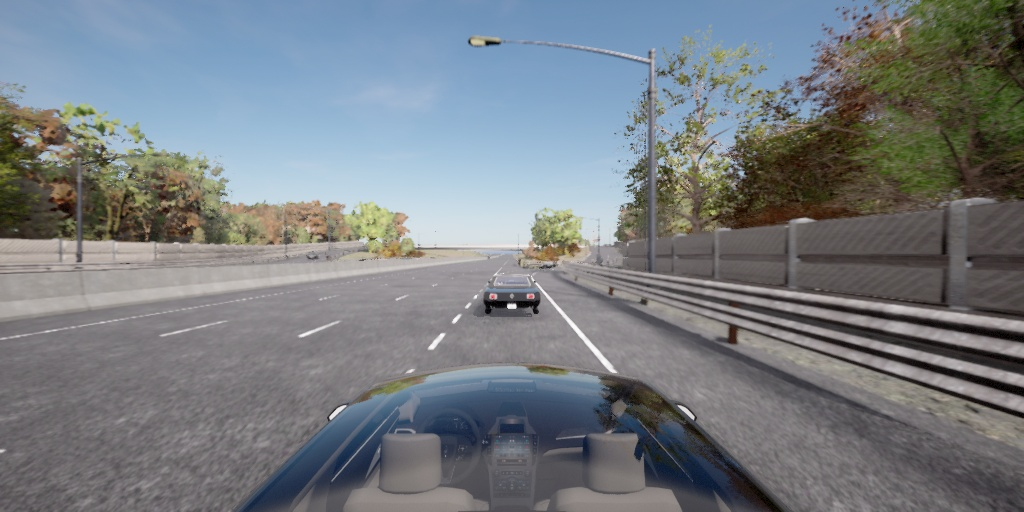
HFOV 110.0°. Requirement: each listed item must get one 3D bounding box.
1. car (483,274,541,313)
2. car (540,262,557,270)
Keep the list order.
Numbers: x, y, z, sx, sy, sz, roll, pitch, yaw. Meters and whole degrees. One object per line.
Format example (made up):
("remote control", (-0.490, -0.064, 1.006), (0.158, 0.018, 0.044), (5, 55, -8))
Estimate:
("car", (0.000, 1.342, 13.861), (1.895, 1.301, 4.718), (0, 0, 0))
("car", (6.413, 1.710, 61.706), (1.895, 1.301, 4.718), (0, -1, 22))
